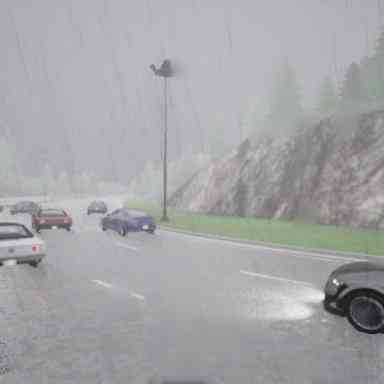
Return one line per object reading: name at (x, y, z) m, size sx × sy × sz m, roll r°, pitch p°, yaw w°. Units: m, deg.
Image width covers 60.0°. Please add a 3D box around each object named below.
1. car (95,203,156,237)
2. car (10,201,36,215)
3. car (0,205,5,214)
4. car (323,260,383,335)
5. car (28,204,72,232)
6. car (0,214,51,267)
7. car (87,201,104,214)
car at (-3.655, 1.599, 18.746) m, size 1.812 × 1.442 × 4.674 m, roll 0°, pitch 0°, yaw -34°
car at (-17.119, 1.617, 34.354) m, size 2.033 × 1.411 × 5.357 m, roll 0°, pitch 0°, yaw -13°
car at (-20.552, 1.645, 33.520) m, size 1.895 × 1.301 × 4.718 m, roll 0°, pitch 0°, yaw -12°
car at (4.409, 1.621, 5.421) m, size 4.181 × 1.385 × 1.994 m, roll 0°, pitch 0°, yaw 35°
car at (-8.617, 1.652, 20.208) m, size 1.895 × 1.301 × 4.718 m, roll 0°, pitch 0°, yaw -29°
car at (-6.324, 1.618, 10.644) m, size 1.895 × 1.301 × 4.718 m, roll 1°, pitch 0°, yaw -40°
car at (-10.410, 1.686, 36.718) m, size 1.994 × 1.385 × 4.181 m, roll 0°, pitch 0°, yaw -13°
